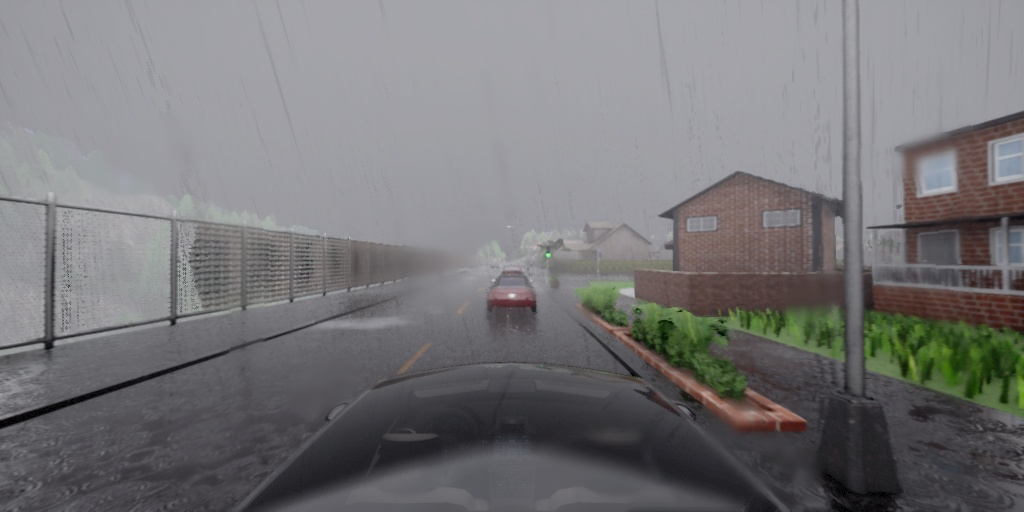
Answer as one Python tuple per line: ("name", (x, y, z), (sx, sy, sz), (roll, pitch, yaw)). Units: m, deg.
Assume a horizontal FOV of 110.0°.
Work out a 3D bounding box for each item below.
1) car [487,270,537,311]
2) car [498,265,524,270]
("car", (0.029, 1.468, 15.368), (1.994, 1.385, 4.181), (0, -1, 0))
("car", (0.050, 1.557, 31.048), (1.882, 1.535, 5.008), (0, 0, 1))
